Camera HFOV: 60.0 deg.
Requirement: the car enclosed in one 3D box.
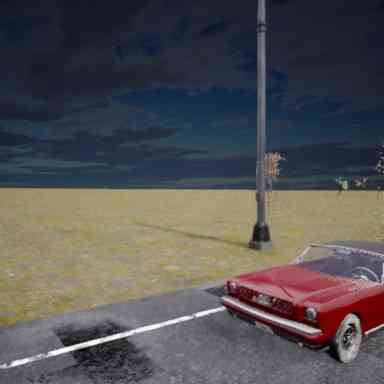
[{"bbox_3d":[2.816,1.616,6.005,4.718,1.301,1.895,0,0,-36],"label":"car"}]
